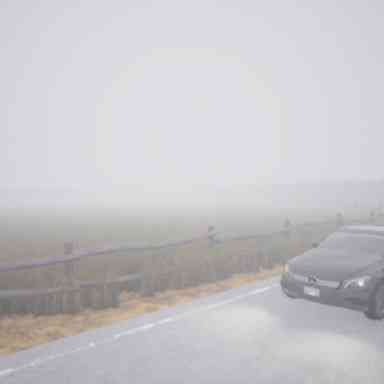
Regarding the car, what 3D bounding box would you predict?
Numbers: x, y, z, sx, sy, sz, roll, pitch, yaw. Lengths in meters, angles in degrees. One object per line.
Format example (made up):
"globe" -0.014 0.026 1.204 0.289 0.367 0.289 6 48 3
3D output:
"car" 3.917 1.537 7.557 4.674 1.442 1.812 0 -1 -41
